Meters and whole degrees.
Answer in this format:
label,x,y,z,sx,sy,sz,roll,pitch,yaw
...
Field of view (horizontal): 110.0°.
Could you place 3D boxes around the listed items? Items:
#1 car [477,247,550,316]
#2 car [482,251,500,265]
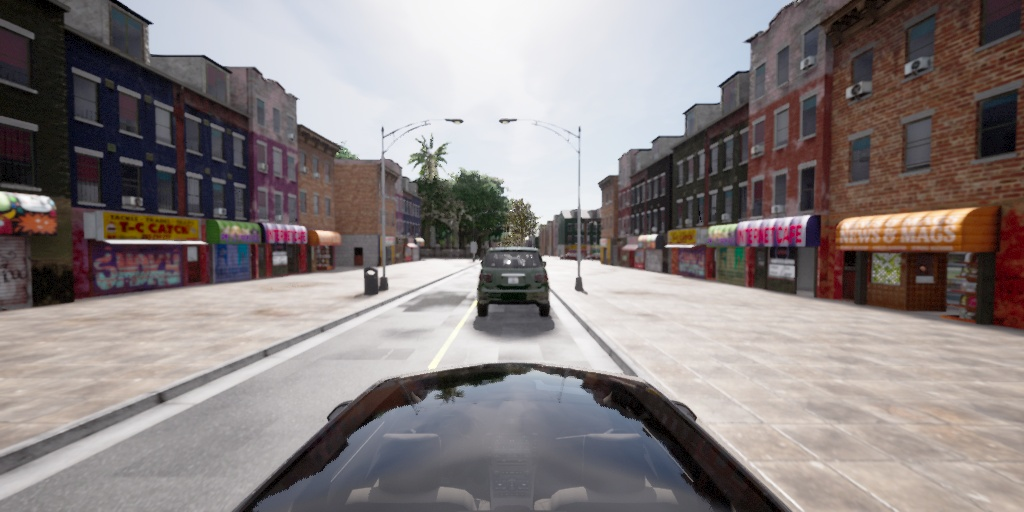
label,x,y,z,sx,sy,sz,roll,pitch,yaw
car,0.055,0.749,12.379,2.150,2.045,5.566,0,0,0
car,-2.816,0.221,49.025,2.097,1.767,4.553,0,1,0
